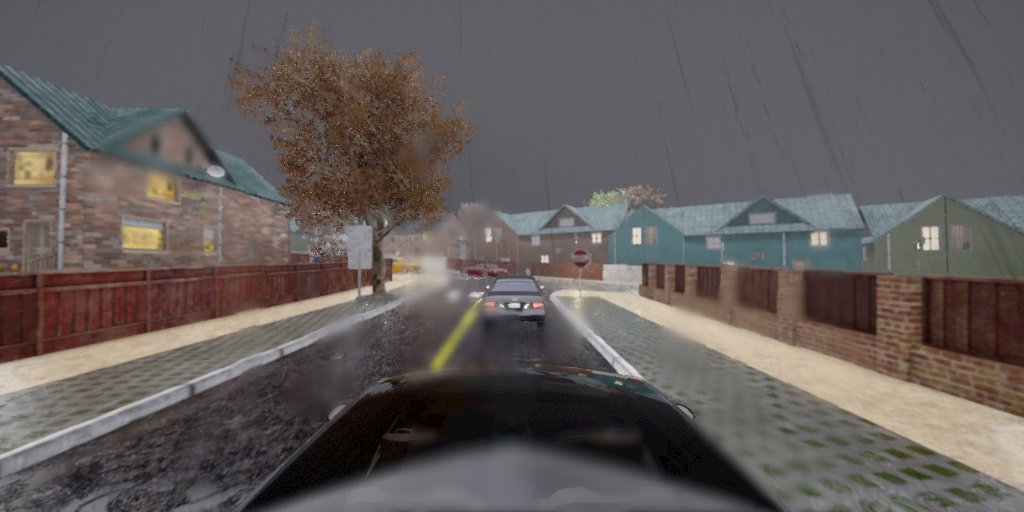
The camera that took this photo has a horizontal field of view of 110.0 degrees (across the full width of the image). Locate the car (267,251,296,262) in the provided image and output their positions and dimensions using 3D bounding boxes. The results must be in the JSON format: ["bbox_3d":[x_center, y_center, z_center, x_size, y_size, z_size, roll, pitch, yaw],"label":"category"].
[{"bbox_3d":[-33.780,0.096,52.513,4.674,1.442,1.812,2,0,32],"label":"car"}]

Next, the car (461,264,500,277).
[{"bbox_3d":[-2.648,1.337,32.636,1.895,1.301,4.718,3,0,-45],"label":"car"}]

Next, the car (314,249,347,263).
[{"bbox_3d":[-20.199,0.272,40.659,5.566,2.045,2.150,2,0,33],"label":"car"}]

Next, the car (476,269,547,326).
[{"bbox_3d":[0.108,1.310,11.637,2.033,1.411,5.357,0,0,1],"label":"car"}]

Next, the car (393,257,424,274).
[{"bbox_3d":[-10.713,0.886,34.726,5.008,1.535,1.882,2,0,32],"label":"car"}]
